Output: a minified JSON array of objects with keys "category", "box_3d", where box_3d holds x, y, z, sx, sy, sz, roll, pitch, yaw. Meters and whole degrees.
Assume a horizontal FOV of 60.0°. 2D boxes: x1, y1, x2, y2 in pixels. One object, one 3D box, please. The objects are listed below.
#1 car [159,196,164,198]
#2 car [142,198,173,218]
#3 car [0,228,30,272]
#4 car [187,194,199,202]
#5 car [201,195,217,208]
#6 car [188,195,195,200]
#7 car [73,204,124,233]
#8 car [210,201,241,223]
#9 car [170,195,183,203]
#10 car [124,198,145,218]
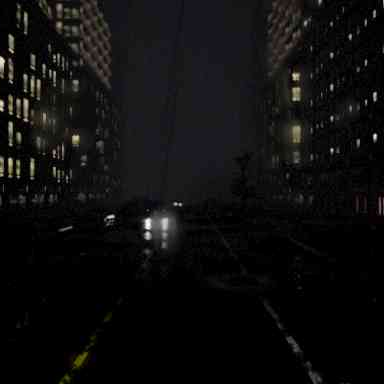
[{"category":"car","box_3d":[-5.701,1.517,59.677,1.967,1.590,4.097,0,0,0]},{"category":"car","box_3d":[-3.106,1.550,30.830,1.837,1.490,4.892,0,0,0]},{"category":"car","box_3d":[-5.689,1.596,8.446,1.802,1.307,4.206,0,0,0]},{"category":"car","box_3d":[-0.019,1.360,78.883,2.097,1.767,4.553,0,0,0]},{"category":"car","box_3d":[2.683,1.507,48.281,1.967,1.590,4.097,0,0,0]},{"category":"car","box_3d":[-0.022,1.625,93.841,1.895,1.301,4.718,0,0,0]},{"category":"car","box_3d":[-5.692,1.581,19.832,2.008,1.369,4.403,0,0,0]},{"category":"car","box_3d":[2.687,1.605,25.514,1.947,1.339,4.313,0,0,0]},{"category":"car","box_3d":[-3.018,1.608,73.175,2.128,1.511,4.902,0,0,0]},{"category":"car","box_3d":[-5.695,1.591,31.217,1.887,1.381,4.507,0,0,0]}]
